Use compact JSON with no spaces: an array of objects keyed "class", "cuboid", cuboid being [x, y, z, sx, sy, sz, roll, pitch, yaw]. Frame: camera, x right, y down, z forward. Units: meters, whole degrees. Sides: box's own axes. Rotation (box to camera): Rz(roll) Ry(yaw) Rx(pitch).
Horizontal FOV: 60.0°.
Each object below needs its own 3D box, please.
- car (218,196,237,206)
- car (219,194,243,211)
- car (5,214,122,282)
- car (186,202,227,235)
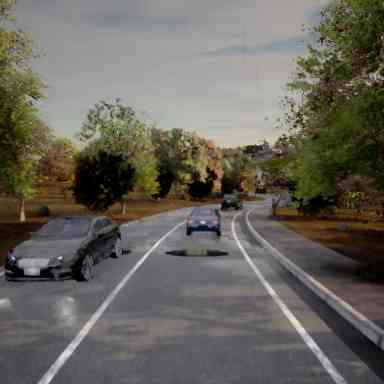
[{"class":"car","cuboid":[6.161,1.446,56.970,1.882,1.535,5.008,2,0,22]},{"class":"car","cuboid":[5.191,1.244,42.655,2.150,2.045,5.566,1,0,16]},{"class":"car","cuboid":[-3.421,1.450,9.771,2.128,1.511,4.902,-1,1,3]},{"class":"car","cuboid":[0.752,1.537,18.744,2.033,1.411,5.357,0,0,5]}]
